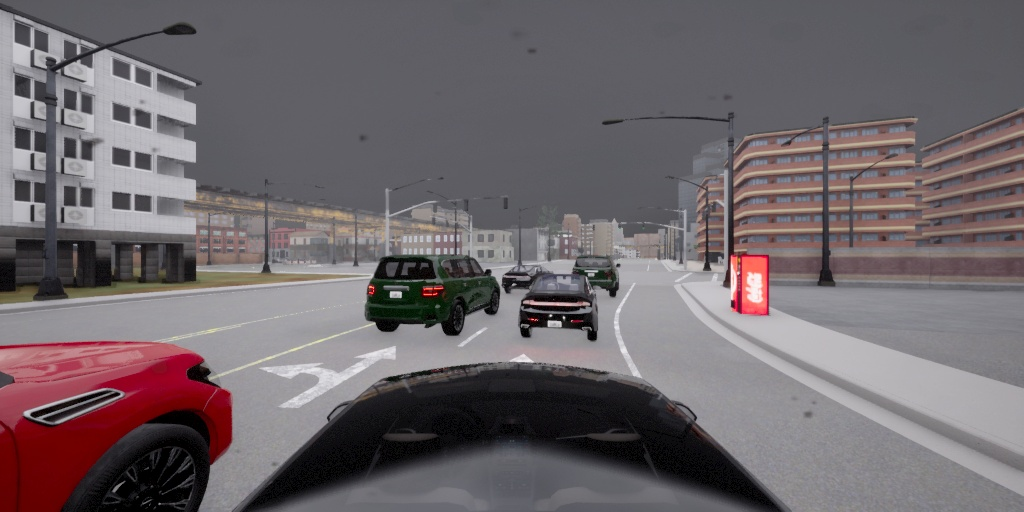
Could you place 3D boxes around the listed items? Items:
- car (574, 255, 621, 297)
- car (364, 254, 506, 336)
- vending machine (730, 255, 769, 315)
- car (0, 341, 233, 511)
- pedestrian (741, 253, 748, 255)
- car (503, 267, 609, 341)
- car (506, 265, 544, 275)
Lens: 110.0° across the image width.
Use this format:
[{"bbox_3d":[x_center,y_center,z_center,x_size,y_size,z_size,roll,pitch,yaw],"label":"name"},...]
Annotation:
[{"bbox_3d":[4.551,0.971,19.277,2.150,2.045,5.566,0,0,19],"label":"car"},{"bbox_3d":[-2.001,0.971,10.743,2.150,2.045,5.566,0,0,14],"label":"car"},{"bbox_3d":[7.808,0.945,11.787,1.100,2.100,0.880,0,0,20],"label":"vending machine"},{"bbox_3d":[-3.265,0.971,0.473,2.150,2.045,5.566,0,0,-2],"label":"car"},{"bbox_3d":[8.041,0.795,12.407,0.375,1.860,0.375,0,0,21],"label":"pedestrian"},{"bbox_3d":[1.433,1.242,10.034,2.128,1.511,4.902,0,0,12],"label":"car"},{"bbox_3d":[1.103,1.242,20.112,2.128,1.511,4.902,0,0,24],"label":"car"}]
